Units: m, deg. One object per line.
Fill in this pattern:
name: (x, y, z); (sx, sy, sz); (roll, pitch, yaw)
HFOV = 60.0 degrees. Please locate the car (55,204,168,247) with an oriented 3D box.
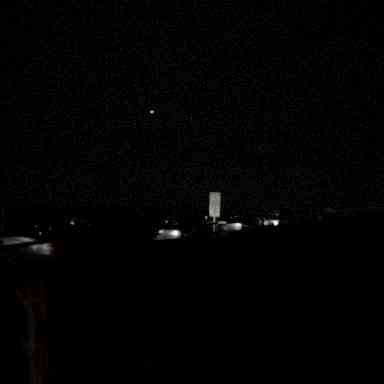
car: (-4.224, 1.716, 18.485); (2.150, 2.045, 5.566); (3, 0, 38)

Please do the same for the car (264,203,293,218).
car: (11.818, 2.526, 45.289); (2.150, 2.045, 5.566); (3, 0, 38)

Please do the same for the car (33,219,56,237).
car: (-6.526, 1.911, 19.931); (2.033, 1.411, 5.357); (3, 0, 36)

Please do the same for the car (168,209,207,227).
car: (-0.555, 2.187, 28.217); (1.837, 1.490, 4.892); (3, 0, 36)

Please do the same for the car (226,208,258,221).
car: (5.555, 2.505, 36.670); (1.837, 1.490, 4.892); (3, 0, 37)

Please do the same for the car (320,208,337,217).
car: (22.751, 3.348, 55.525); (1.812, 1.442, 4.674); (3, 1, 37)
